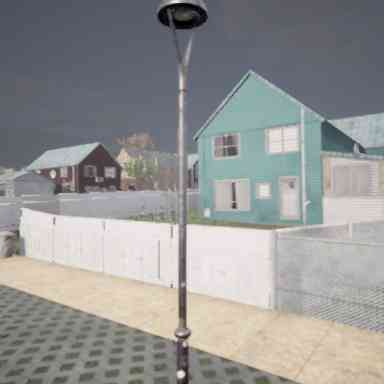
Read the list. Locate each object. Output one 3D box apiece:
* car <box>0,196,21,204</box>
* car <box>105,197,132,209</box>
[{"bbox_3d":[-13.629,1.062,22.030,2.097,1.767,4.553,-1,1,35],"label":"car"},{"bbox_3d":[-7.452,0.898,30.794,1.882,1.535,5.008,-1,1,35],"label":"car"}]
